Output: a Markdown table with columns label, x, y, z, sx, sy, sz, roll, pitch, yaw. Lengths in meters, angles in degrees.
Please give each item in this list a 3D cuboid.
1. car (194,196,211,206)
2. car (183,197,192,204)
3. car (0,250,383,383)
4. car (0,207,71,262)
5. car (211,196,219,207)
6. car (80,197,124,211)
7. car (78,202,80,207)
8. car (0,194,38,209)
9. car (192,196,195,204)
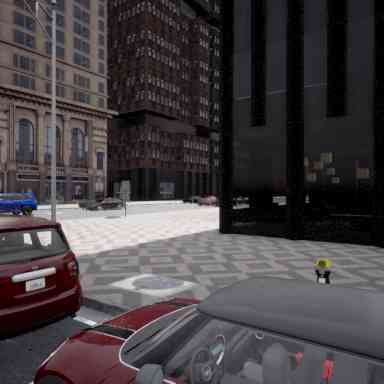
| label | x | y | z | sx | sy | sz | roll | pitch | yaw |
| --- | --- | --- | --- | --- | --- | --- | --- | --- | --- |
| car | 2.809 | 1.445 | 51.807 | 1.994 | 1.385 | 4.181 | 0 | 0 | 37 |
| car | 0.330 | 1.442 | 59.618 | 1.895 | 1.301 | 4.718 | 0 | 0 | 35 |
| car | 0.540 | 1.440 | 2.572 | 4.097 | 1.590 | 1.967 | 0 | 0 | 35 |
| car | -4.030 | 1.314 | 5.812 | 5.009 | 1.841 | 2.192 | 0 | 0 | 35 |
| car | 5.222 | 1.400 | 49.587 | 1.837 | 1.490 | 4.892 | 0 | 0 | 36 |
| car | -10.269 | 1.417 | 39.241 | 1.837 | 1.490 | 4.892 | 0 | 2 | 35 |
| car | -12.061 | 1.499 | 42.331 | 1.895 | 1.301 | 4.718 | 0 | 0 | 35 |
| car | -16.853 | 1.167 | 29.986 | 2.150 | 2.045 | 5.566 | 0 | 0 | 34 |
| car | 2.463 | 1.381 | 57.028 | 1.812 | 1.442 | 4.674 | 0 | 0 | 36 |
